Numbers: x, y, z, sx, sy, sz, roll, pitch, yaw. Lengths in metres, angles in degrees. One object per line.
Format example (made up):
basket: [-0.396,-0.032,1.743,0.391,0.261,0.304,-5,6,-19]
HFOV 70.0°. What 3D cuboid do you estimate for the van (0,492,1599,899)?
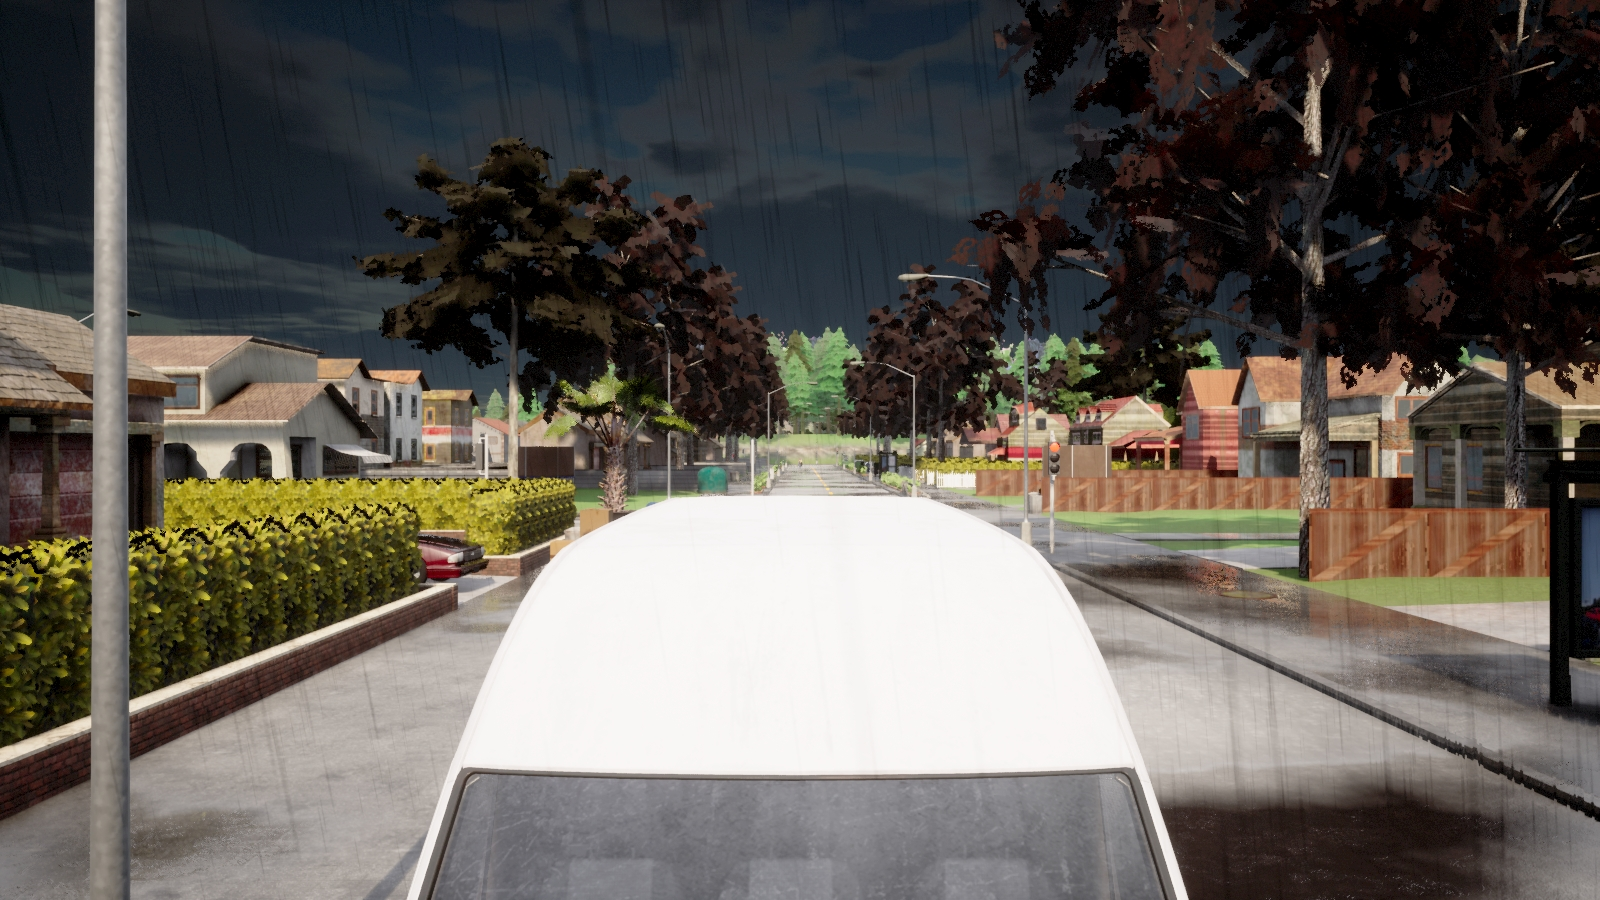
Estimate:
van: [0.002,1.537,4.030,1.988,2.561,5.915,0,0,0]
